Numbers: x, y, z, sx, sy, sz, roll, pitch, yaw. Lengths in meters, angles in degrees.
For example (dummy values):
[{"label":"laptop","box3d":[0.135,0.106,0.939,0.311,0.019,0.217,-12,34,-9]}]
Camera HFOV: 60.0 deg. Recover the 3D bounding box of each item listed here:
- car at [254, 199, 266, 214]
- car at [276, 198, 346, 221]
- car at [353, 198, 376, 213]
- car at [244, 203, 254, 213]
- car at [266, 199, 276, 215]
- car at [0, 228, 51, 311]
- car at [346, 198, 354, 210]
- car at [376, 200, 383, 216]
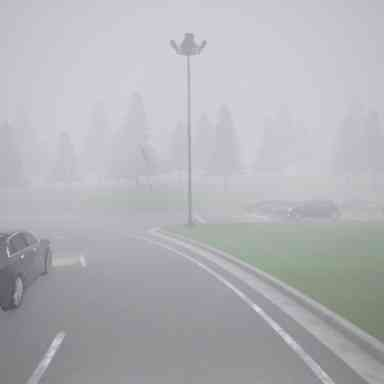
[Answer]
[{"label":"car","box3d":[9.560,1.586,34.201,5.357,1.411,2.033,-1,0,-8]},{"label":"car","box3d":[9.619,1.360,27.161,4.553,1.767,2.097,-1,0,-4]},{"label":"car","box3d":[20.004,1.528,34.945,4.718,1.301,1.895,-1,0,-4]},{"label":"car","box3d":[8.394,1.543,37.589,5.008,1.535,1.882,-1,0,-4]},{"label":"car","box3d":[10.003,1.566,30.700,5.357,1.411,2.033,-1,0,-4]},{"label":"car","box3d":[-4.605,1.590,7.721,1.837,1.490,4.892,0,0,-12]},{"label":"car","box3d":[18.115,1.452,38.311,4.902,1.511,2.128,-1,0,-4]},{"label":"car","box3d":[18.468,1.267,27.815,4.553,1.767,2.097,0,0,-4]}]
